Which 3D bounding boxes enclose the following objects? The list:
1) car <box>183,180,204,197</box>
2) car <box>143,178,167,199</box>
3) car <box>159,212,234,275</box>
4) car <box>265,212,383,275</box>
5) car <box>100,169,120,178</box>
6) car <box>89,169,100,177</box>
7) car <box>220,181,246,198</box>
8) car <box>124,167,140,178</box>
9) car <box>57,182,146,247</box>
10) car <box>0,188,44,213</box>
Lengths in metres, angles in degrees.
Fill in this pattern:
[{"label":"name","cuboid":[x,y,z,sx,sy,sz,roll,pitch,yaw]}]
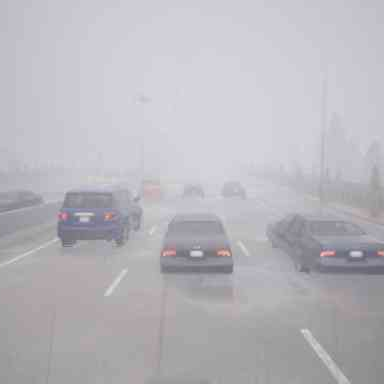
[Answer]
[{"label":"car","cuboid":[0.123,-0.401,30.370,1.812,1.442,4.674,0,6,0]},{"label":"car","cuboid":[-3.379,-0.439,29.064,2.097,1.767,4.553,0,6,0]},{"label":"car","cuboid":[0.106,1.296,9.836,2.033,1.411,5.357,0,3,0]},{"label":"car","cuboid":[3.606,1.297,9.809,2.033,1.411,5.357,0,3,0]},{"label":"car","cuboid":[-13.992,-3.363,58.249,1.882,1.535,5.008,0,6,1]},{"label":"car","cuboid":[-17.463,-3.552,61.242,1.895,1.301,4.718,0,6,0]},{"label":"car","cuboid":[3.623,-0.326,30.026,1.994,1.385,4.181,0,6,0]},{"label":"car","cuboid":[-10.496,-3.502,58.373,2.097,1.767,4.553,0,6,1]},{"label":"car","cuboid":[-3.391,0.802,13.166,2.150,2.045,5.566,0,3,0]},{"label":"car","cuboid":[-10.582,0.610,19.590,1.882,1.535,5.008,0,5,0]}]
